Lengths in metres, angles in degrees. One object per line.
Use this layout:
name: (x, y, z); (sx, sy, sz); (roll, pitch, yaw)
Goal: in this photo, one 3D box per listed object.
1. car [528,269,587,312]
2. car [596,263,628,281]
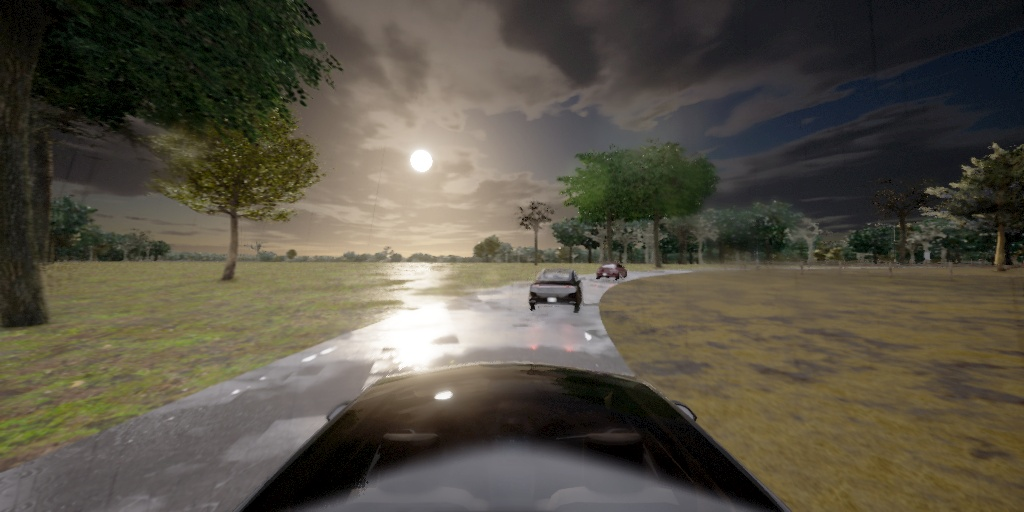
car: (1.873, 1.249, 14.323); (2.128, 1.511, 4.902); (0, 0, 13)
car: (8.641, 1.302, 30.982); (1.812, 1.442, 4.674); (0, 0, 30)
